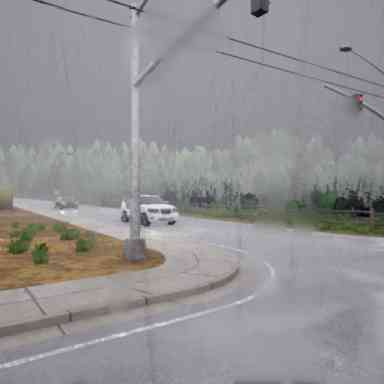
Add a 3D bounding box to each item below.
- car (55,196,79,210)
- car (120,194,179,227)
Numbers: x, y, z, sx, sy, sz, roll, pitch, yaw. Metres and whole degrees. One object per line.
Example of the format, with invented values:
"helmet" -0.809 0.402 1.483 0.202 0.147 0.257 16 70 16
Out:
"car" -15.826 1.315 41.948 2.097 1.767 4.553 0 0 -34
"car" -3.087 1.184 22.961 2.150 2.045 5.566 0 0 -34
